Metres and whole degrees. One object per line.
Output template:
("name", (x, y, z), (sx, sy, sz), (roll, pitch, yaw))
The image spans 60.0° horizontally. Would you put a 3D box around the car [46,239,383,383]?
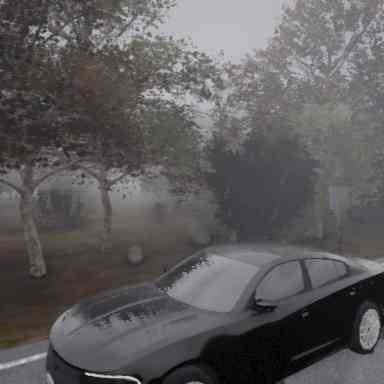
("car", (0.737, 1.472, 4.505), (5.008, 1.535, 1.882), (0, 0, -35))
